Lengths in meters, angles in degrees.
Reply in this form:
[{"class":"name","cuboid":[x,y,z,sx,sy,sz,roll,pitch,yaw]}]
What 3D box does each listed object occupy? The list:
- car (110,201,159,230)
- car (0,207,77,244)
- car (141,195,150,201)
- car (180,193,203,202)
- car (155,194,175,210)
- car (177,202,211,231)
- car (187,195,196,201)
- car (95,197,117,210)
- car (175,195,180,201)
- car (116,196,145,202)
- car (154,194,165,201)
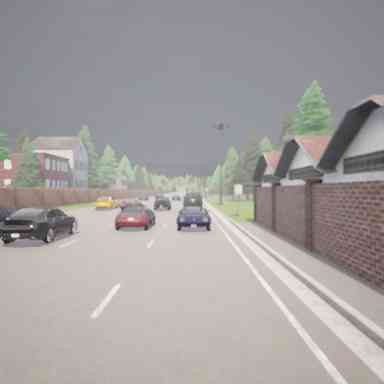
[{"class":"car","cuboid":[-3.399,1.486,20.476,1.994,1.385,4.181,0,0,0]},{"class":"car","cuboid":[-6.899,1.446,15.442,1.837,1.490,4.892,0,0,0]},{"class":"car","cuboid":[-10.496,1.276,72.597,1.994,1.385,4.181,0,0,1]},{"class":"car","cuboid":[0.101,1.074,38.691,2.150,2.045,5.566,0,0,0]},{"class":"car","cuboid":[-3.397,1.355,39.331,1.837,1.490,4.892,0,0,0]},{"class":"car","cuboid":[0.102,1.524,20.167,1.895,1.301,4.718,0,0,0]},{"class":"car","cuboid":[0.005,1.319,72.663,1.895,1.301,4.718,0,0,1]},{"class":"car","cuboid":[-10.397,1.322,40.929,1.882,1.535,5.008,0,0,0]},{"class":"car","cuboid":[-3.496,1.276,72.632,1.994,1.385,4.181,0,0,1]},{"class":"car","cuboid":[-6.897,1.456,37.953,1.895,1.301,4.718,0,0,0]},{"class":"car","cuboid":[-6.996,1.203,72.183,1.882,1.535,5.008,0,0,0]}]
